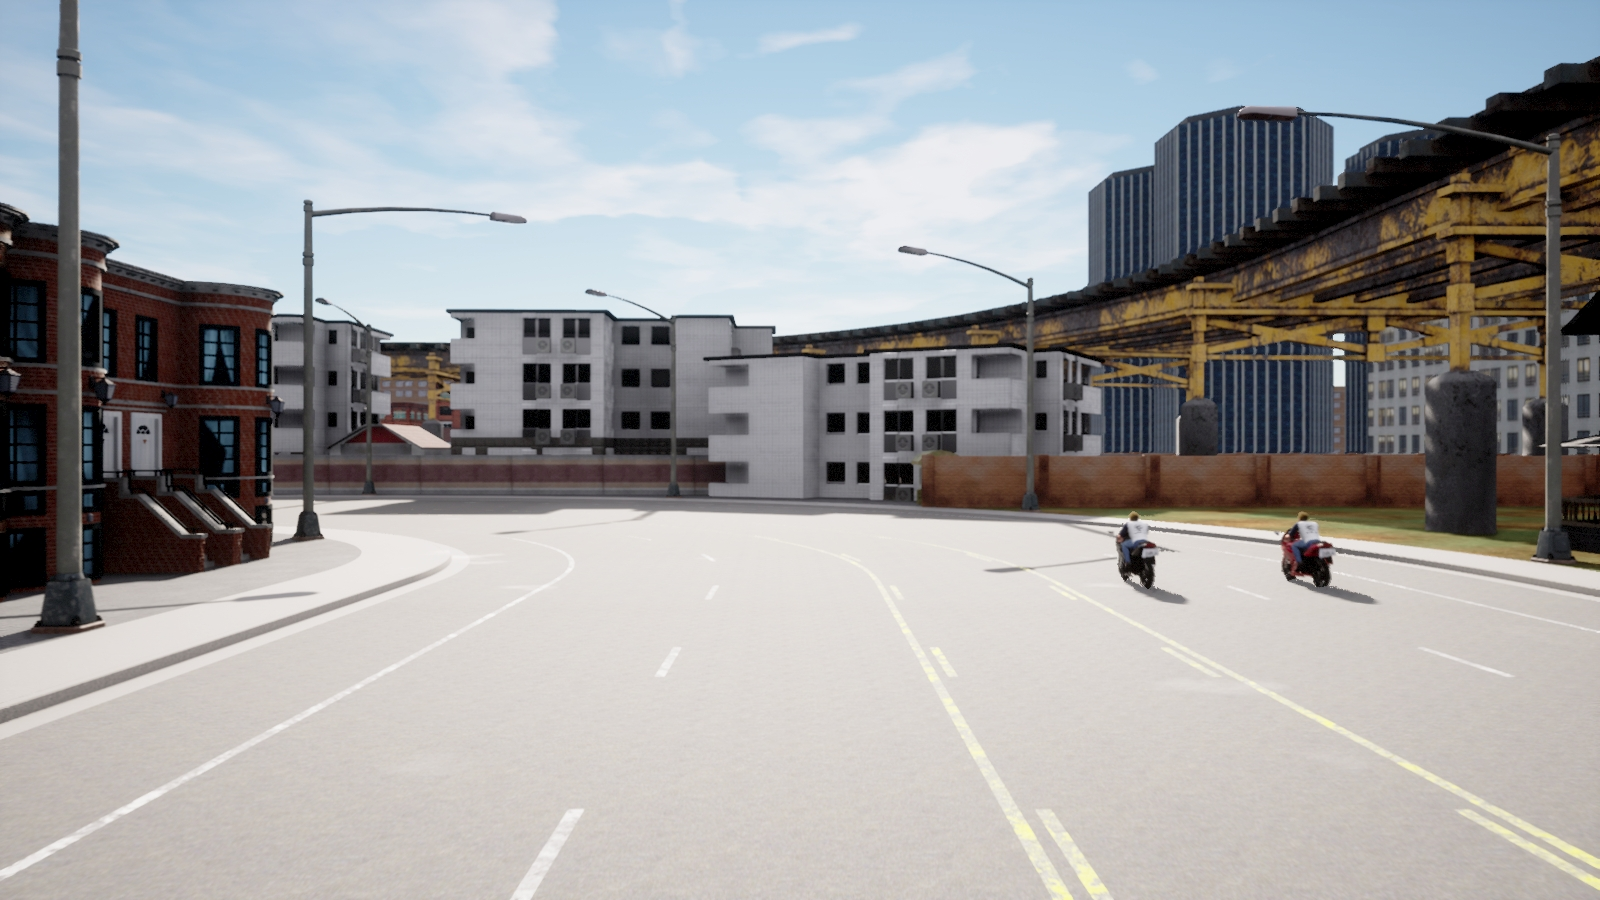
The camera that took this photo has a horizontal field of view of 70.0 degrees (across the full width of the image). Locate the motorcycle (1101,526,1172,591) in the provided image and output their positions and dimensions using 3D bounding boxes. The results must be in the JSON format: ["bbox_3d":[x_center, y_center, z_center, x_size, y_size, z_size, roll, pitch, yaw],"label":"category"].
[{"bbox_3d":[6.924,2.216,23.598,0.803,1.145,2.033,0,0,-2],"label":"motorcycle"}]

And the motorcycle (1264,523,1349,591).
[{"bbox_3d":[10.420,2.177,23.587,0.803,1.224,2.033,0,0,-2],"label":"motorcycle"}]
